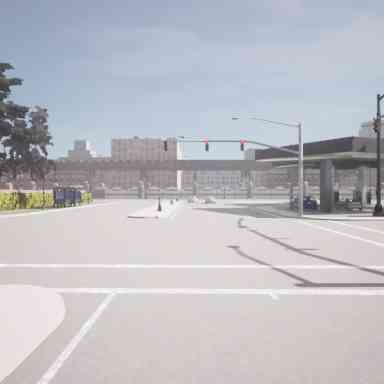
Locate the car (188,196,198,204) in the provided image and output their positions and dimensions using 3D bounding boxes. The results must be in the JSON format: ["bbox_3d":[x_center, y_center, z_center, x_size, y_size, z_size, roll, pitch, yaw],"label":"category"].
[{"bbox_3d":[0.160,1.525,66.102,1.812,1.442,4.674,0,0,0],"label":"car"}]

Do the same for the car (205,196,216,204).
[{"bbox_3d":[3.554,1.525,64.319,1.812,1.442,4.674,0,0,0],"label":"car"}]

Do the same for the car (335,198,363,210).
[{"bbox_3d":[18.989,1.456,40.393,1.970,1.475,3.806,0,0,0],"label":"car"}]

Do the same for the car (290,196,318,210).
[{"bbox_3d":[13.244,1.295,39.635,2.242,1.667,4.611,0,0,0],"label":"car"}]
